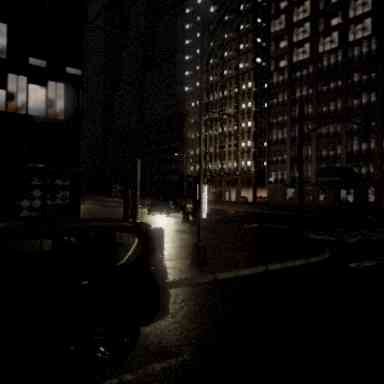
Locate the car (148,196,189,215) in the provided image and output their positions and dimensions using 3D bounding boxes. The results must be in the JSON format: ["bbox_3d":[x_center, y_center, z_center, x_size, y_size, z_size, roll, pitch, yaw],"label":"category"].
[{"bbox_3d":[-2.271,1.220,31.478,2.097,1.767,4.553,1,0,-37],"label":"car"}]

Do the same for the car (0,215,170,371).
[{"bbox_3d":[-2.658,1.318,4.286,5.009,1.841,2.192,1,0,-36],"label":"car"}]
